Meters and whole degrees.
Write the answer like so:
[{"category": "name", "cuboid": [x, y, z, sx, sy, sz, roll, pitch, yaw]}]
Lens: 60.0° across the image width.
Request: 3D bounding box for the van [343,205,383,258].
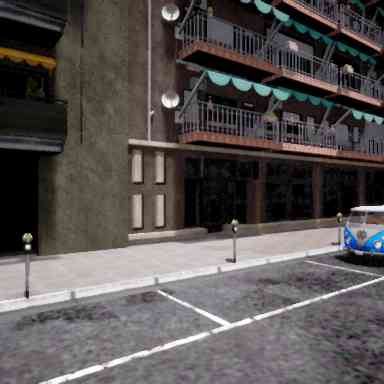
[{"category": "van", "cuboid": [6.844, 1.340, 11.438, 3.998, 1.788, 1.690, 0, 0, -36]}]
